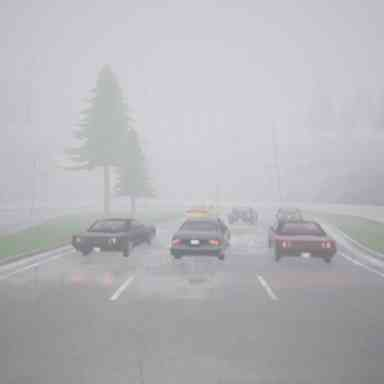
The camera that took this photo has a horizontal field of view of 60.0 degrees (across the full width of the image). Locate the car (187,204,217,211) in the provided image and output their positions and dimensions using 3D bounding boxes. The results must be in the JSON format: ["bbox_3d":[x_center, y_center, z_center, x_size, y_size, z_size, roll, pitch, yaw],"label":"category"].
[{"bbox_3d":[0.975,1.747,28.415,1.882,1.535,5.008,0,0,16],"label":"car"}]

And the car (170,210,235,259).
[{"bbox_3d":[0.482,1.673,13.140,2.033,1.411,5.357,0,-1,9],"label":"car"}]

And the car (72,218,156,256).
[{"bbox_3d":[-2.954,1.731,13.787,1.895,1.301,4.718,0,-1,9],"label":"car"}]

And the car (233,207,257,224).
[{"bbox_3d":[4.240,1.859,27.083,1.895,1.301,4.718,0,-1,16],"label":"car"}]

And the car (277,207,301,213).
[{"bbox_3d":[7.604,1.850,26.117,1.895,1.301,4.718,0,-1,16],"label":"car"}]

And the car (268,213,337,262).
[{"bbox_3d":[3.965,1.723,12.720,1.895,1.301,4.718,0,-1,9],"label":"car"}]
